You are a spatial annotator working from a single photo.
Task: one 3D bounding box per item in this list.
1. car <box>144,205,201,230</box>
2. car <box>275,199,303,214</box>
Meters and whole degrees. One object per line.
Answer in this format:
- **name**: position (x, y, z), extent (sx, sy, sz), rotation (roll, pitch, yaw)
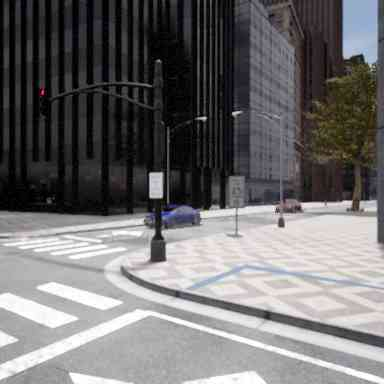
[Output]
- **car**: position (-1.159, 1.621, 22.273), extent (1.812, 1.442, 4.674), rotation (0, 0, 36)
- **car**: position (11.697, 1.659, 40.127), extent (2.097, 1.767, 4.553), rotation (0, -1, 36)
